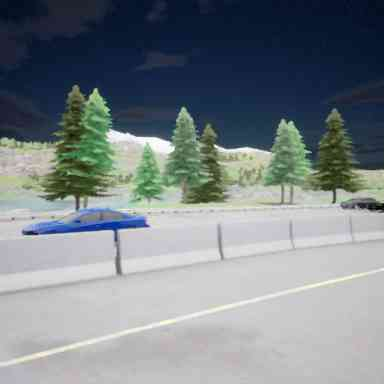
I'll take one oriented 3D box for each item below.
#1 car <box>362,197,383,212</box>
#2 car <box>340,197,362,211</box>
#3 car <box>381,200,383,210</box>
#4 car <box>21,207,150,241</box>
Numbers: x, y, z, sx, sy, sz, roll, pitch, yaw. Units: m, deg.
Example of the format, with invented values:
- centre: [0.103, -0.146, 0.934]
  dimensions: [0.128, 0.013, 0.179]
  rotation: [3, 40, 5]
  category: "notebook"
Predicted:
- centre: [20.382, 1.405, 34.429]
  dimensions: [4.718, 1.301, 1.895]
  rotation: [0, 0, -22]
  category: "car"
- centre: [19.023, 1.296, 37.621]
  dimensions: [4.892, 1.490, 1.837]
  rotation: [0, 0, -22]
  category: "car"
- centre: [20.701, 1.041, 30.766]
  dimensions: [5.566, 2.045, 2.150]
  rotation: [0, 0, -23]
  category: "car"
- centre: [-4.210, 1.421, 13.660]
  dimensions: [5.008, 1.535, 1.882]
  rotation: [0, 0, -33]
  category: "car"
